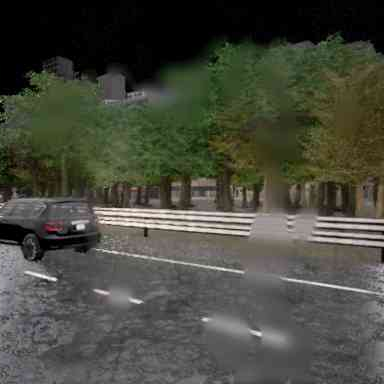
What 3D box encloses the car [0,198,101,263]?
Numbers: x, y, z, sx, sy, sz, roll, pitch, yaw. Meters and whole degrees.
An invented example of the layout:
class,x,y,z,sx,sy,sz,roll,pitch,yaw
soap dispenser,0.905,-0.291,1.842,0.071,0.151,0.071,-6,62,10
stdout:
class,x,y,z,sx,sy,sz,roll,pitch,yaw
car,-5.772,1.222,12.298,5.566,2.045,2.150,0,0,36
